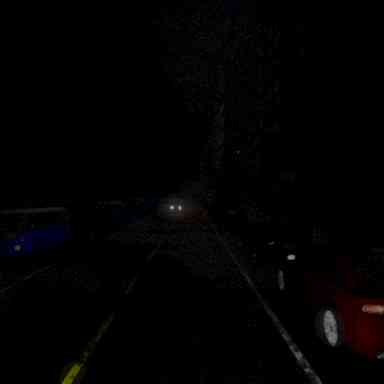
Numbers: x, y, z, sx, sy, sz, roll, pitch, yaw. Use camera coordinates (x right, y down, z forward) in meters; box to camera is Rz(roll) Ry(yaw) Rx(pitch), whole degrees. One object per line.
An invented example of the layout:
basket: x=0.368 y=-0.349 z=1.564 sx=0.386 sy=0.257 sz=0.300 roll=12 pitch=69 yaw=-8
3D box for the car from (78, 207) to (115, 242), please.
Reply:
car: x=-5.672 y=1.710 z=17.444 sx=1.887 sy=1.381 sz=4.507 roll=0 pitch=-1 yaw=0

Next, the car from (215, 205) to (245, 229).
car: x=2.853 y=1.798 z=23.119 sx=1.802 sy=1.307 sz=4.206 roll=0 pitch=0 yaw=0

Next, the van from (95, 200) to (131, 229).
van: x=-5.673 y=1.557 z=23.104 sx=1.690 sy=1.788 sz=3.998 roll=0 pitch=-1 yaw=0

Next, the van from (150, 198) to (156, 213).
van: x=-5.674 y=1.702 z=40.076 sx=1.690 sy=1.788 sz=3.998 roll=0 pitch=0 yaw=0

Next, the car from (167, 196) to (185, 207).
car: x=-3.019 y=1.776 z=64.957 sx=2.150 sy=2.045 sz=5.566 roll=0 pitch=0 yaw=0

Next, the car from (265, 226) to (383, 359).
car: x=2.853 y=1.605 z=6.139 sx=1.887 sy=1.381 sz=4.507 roll=0 pitch=-1 yaw=0

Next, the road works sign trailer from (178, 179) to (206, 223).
road works sign trailer: x=-0.002 y=0.721 z=27.743 sx=2.380 sy=3.560 sz=2.880 roll=0 pitch=0 yaw=0

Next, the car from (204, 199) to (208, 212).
car: x=2.853 y=1.906 z=40.101 sx=1.887 sy=1.381 sz=4.507 roll=0 pitch=0 yaw=0

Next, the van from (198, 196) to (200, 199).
van: x=2.851 y=1.963 z=74.064 sx=1.690 sy=1.788 sz=3.998 roll=0 pitch=0 yaw=0

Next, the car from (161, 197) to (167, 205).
car: x=-5.674 y=1.936 z=74.024 sx=2.192 sy=1.841 sz=5.009 roll=0 pitch=0 yaw=0

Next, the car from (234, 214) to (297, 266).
car: x=2.853 y=1.679 z=11.798 sx=1.947 sy=1.339 sz=4.313 roll=0 pitch=-1 yaw=0

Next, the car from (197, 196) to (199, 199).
car: x=2.851 y=2.228 z=79.722 sx=1.947 sy=1.339 sz=4.313 roll=0 pitch=0 yaw=0

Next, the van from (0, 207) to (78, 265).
van: x=-5.673 y=1.454 z=11.789 sx=1.690 sy=1.788 sz=3.998 roll=0 pitch=-1 yaw=0

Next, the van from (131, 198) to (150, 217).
van: x=-5.673 y=1.655 z=34.419 sx=1.690 sy=1.788 sz=3.998 roll=0 pitch=0 yaw=0

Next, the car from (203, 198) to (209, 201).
car: x=2.852 y=2.034 z=51.421 sx=1.802 sy=1.307 sz=4.206 roll=0 pitch=0 yaw=0

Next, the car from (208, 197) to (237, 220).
car: x=2.851 y=1.581 z=28.782 sx=2.192 sy=1.841 sz=5.009 roll=0 pitch=0 yaw=0

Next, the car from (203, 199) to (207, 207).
car: x=2.853 y=1.989 z=45.760 sx=1.802 sy=1.307 sz=4.206 roll=0 pitch=0 yaw=0

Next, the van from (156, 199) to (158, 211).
van: x=-5.673 y=1.748 z=45.735 sx=1.690 sy=1.788 sz=3.998 roll=0 pitch=0 yaw=0

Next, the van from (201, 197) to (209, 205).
van: x=2.851 y=1.837 z=57.083 sx=1.690 sy=1.788 sz=3.998 roll=0 pitch=0 yaw=0
